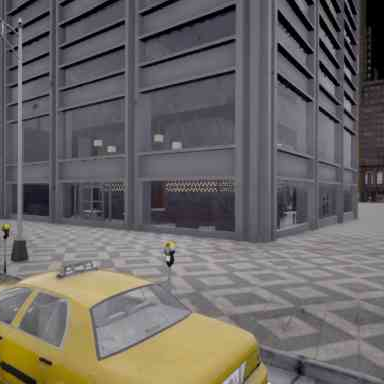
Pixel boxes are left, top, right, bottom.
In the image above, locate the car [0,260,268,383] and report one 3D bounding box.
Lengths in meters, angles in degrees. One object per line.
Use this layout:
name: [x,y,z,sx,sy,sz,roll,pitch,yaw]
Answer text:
car: [-1.558,1.525,4.063,4.829,1.417,1.752,0,0,35]
